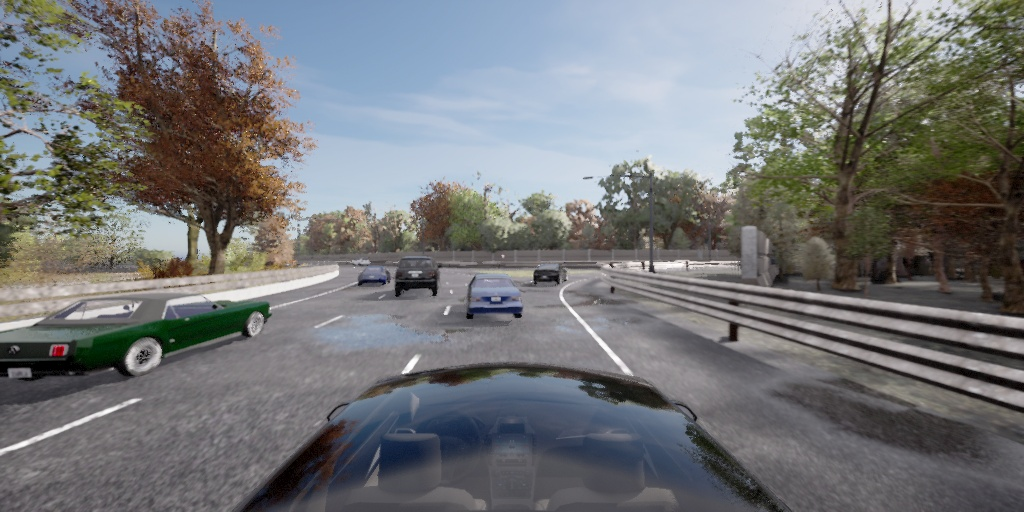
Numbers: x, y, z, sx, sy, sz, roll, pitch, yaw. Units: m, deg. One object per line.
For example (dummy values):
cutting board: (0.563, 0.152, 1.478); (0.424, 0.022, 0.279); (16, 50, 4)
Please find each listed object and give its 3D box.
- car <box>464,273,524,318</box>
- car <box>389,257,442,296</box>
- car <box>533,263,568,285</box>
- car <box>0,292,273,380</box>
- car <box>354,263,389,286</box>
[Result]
car: (-0.750, 1.340, 13.179); (2.033, 1.411, 5.357); (0, 0, -6)
car: (-5.183, 1.055, 20.110); (2.150, 2.045, 5.566); (0, 0, -10)
car: (2.990, 1.302, 26.936); (1.882, 1.535, 5.008); (-1, 0, 18)
car: (-7.185, 1.399, 7.364); (1.895, 1.301, 4.718); (0, 0, -3)
car: (-10.293, 1.442, 27.049); (1.994, 1.385, 4.181); (0, 0, -14)
